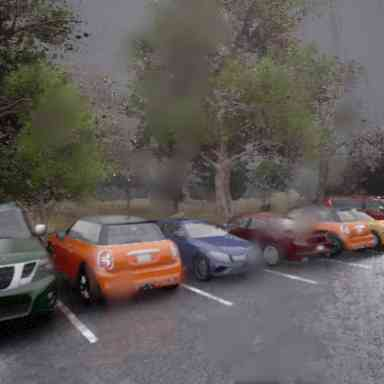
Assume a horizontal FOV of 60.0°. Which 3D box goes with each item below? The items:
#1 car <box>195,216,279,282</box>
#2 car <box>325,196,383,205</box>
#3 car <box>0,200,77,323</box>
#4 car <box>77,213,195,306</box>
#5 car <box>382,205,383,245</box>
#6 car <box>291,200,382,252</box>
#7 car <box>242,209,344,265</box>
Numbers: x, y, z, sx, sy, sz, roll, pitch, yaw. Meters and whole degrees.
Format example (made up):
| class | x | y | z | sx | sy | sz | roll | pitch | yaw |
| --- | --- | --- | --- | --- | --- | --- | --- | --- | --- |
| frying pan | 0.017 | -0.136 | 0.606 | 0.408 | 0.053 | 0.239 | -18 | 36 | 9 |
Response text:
| class | x | y | z | sx | sy | sz | roll | pitch | yaw |
| --- | --- | --- | --- | --- | --- | --- | --- | --- | --- |
| car | 0.046 | 1.520 | 10.100 | 2.002 | 1.452 | 4.674 | 0 | 0 | -36 |
| car | 9.131 | 1.224 | 16.548 | 2.435 | 2.045 | 5.566 | 0 | 0 | -36 |
| car | -4.469 | 1.229 | 6.839 | 2.435 | 2.045 | 5.566 | 0 | 0 | -36 |
| car | -2.201 | 1.355 | 8.454 | 2.185 | 1.767 | 4.553 | 0 | 0 | -36 |
| car | 6.844 | 1.477 | 14.955 | 2.097 | 1.535 | 5.008 | 0 | 0 | -35 |
| car | 4.599 | 1.353 | 13.307 | 2.185 | 1.767 | 4.553 | 0 | 0 | -35 |
| car | 2.317 | 1.480 | 11.711 | 2.097 | 1.535 | 5.008 | 0 | 0 | -36 |
